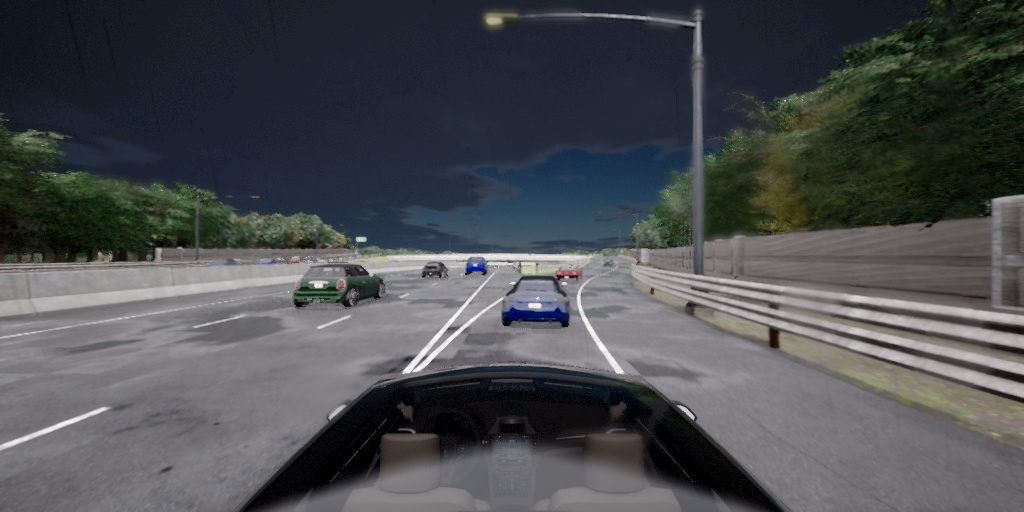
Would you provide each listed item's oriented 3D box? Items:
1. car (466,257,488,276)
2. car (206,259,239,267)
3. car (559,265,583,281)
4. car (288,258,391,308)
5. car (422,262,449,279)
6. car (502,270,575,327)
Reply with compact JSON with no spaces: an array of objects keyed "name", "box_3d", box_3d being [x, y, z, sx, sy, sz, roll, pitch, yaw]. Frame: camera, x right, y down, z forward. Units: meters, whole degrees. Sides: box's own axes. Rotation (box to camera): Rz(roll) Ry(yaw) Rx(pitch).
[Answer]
[{"name":"car","box_3d":[-3.929,1.110,40.581,2.150,2.045,5.566,0,-1,-1]},{"name":"car","box_3d":[-37.494,1.175,46.512,2.097,1.767,4.553,1,0,-15]},{"name":"car","box_3d":[5.088,1.451,31.142,1.895,1.301,4.718,-1,-1,17]},{"name":"car","box_3d":[-7.063,1.102,15.182,2.097,1.767,4.553,0,0,-1]},{"name":"car","box_3d":[-7.263,1.332,34.282,1.837,1.490,4.892,0,0,-1]},{"name":"car","box_3d":[0.856,1.322,11.725,1.994,1.385,4.181,0,0,7]}]
